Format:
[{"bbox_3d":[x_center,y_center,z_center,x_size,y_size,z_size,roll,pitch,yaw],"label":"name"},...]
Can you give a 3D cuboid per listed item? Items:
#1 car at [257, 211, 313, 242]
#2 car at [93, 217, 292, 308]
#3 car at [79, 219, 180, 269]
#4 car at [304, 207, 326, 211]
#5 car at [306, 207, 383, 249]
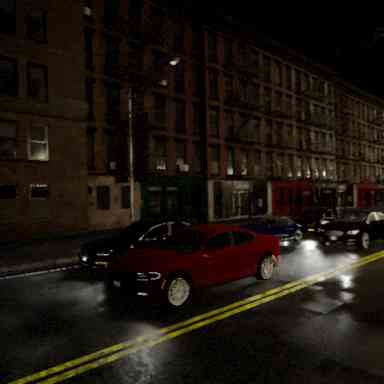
[{"bbox_3d":[3.540,1.796,15.789,4.718,1.301,1.895,0,-1,-42],"label":"car"},{"bbox_3d":[0.294,1.620,8.550,5.008,1.535,1.882,0,-1,-42],"label":"car"},{"bbox_3d":[-1.370,1.727,11.430,4.892,1.490,1.837,0,-1,-42],"label":"car"},{"bbox_3d":[7.386,1.684,19.435,4.892,1.490,1.837,0,-1,-42],"label":"car"},{"bbox_3d":[7.561,1.599,15.192,4.902,1.511,2.128,0,-1,-42],"label":"car"}]
